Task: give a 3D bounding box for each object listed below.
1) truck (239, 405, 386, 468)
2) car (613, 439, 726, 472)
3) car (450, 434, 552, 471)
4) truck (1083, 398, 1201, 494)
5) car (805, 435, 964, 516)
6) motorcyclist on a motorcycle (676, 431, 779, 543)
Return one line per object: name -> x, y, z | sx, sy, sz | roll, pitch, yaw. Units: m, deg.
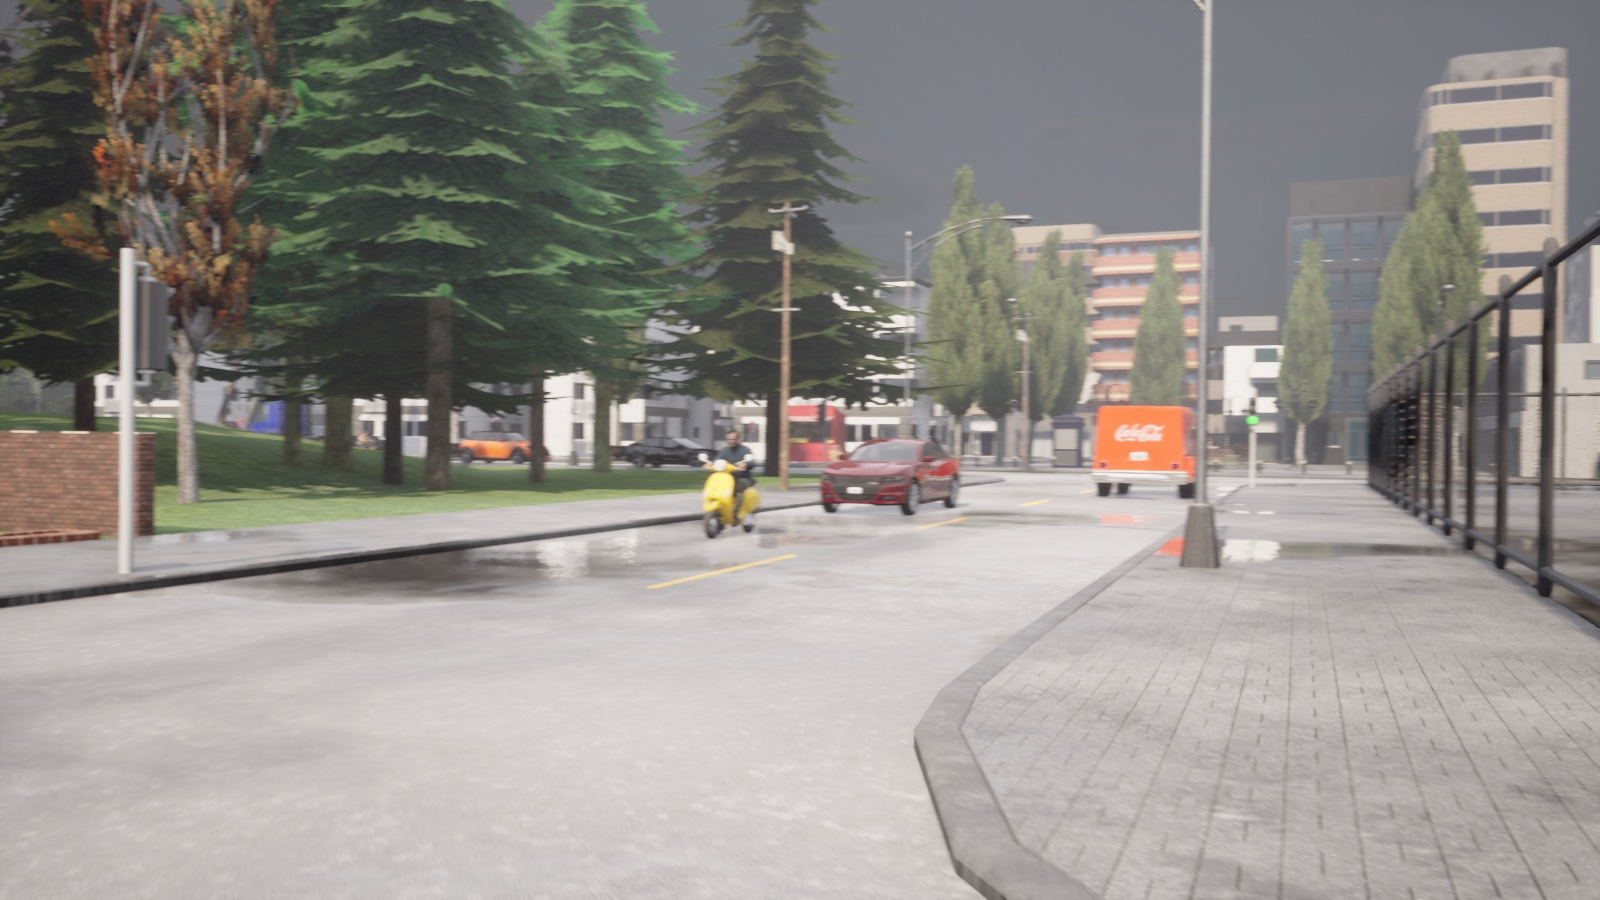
truck -> -27.864, -0.749, 71.720 | 7.936, 3.462, 2.891 | 0, 1, 22
car -> -6.127, 0.225, 58.867 | 4.792, 1.488, 2.163 | 0, 1, 22
car -> -14.810, 0.102, 62.269 | 4.553, 1.767, 2.097 | 0, 1, 22
truck -> 9.662, -0.134, 35.100 | 2.627, 2.467, 5.204 | 0, 1, 22
car -> 1.904, 0.457, 26.323 | 1.882, 1.535, 5.008 | 0, 1, 22
motorcyclist on a motorcycle -> -1.058, 0.519, 18.840 | 0.866, 1.590, 1.817 | 0, 1, 21
